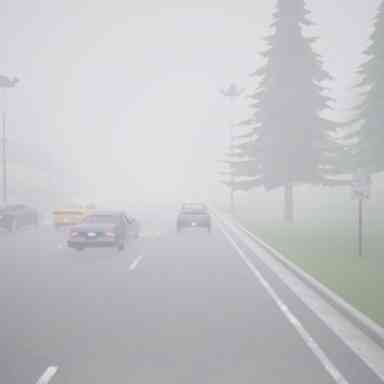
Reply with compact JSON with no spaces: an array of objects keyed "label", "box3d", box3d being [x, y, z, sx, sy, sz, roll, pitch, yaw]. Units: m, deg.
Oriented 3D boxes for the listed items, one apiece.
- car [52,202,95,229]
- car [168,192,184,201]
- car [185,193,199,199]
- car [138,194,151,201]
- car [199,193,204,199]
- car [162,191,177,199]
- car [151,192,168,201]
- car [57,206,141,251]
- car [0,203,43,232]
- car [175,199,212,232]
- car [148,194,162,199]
[{"label":"car","box3d":[-6.894,1.355,20.663,1.882,1.535,5.008,0,0,0]},{"label":"car","box3d":[-3.462,1.128,71.666,1.994,1.385,4.181,0,0,2]},{"label":"car","box3d":[0.032,1.077,71.276,1.837,1.490,4.892,0,0,2]},{"label":"car","box3d":[-10.456,1.111,71.943,2.033,1.411,5.357,0,0,2]},{"label":"car","box3d":[1.506,1.012,81.553,2.033,1.411,5.357,0,0,17]},{"label":"car","box3d":[-5.531,0.722,82.363,2.097,1.767,4.553,0,0,17]},{"label":"car","box3d":[-6.953,0.926,72.237,2.097,1.767,4.553,0,0,2]},{"label":"car","box3d":[-3.395,1.466,13.745,2.033,1.411,5.357,0,0,0]},{"label":"car","box3d":[-10.394,1.391,19.181,1.837,1.490,4.892,0,0,0]},{"label":"car","box3d":[0.105,1.378,19.086,2.128,1.511,4.902,0,0,0]},{"label":"car","box3d":[-9.102,1.104,82.472,1.895,1.301,4.718,0,0,17]}]
